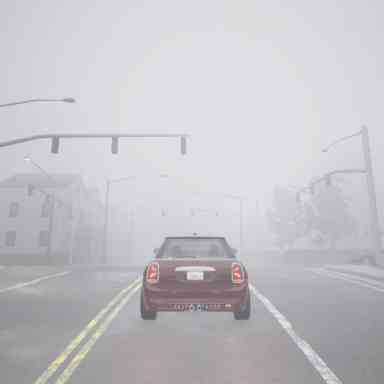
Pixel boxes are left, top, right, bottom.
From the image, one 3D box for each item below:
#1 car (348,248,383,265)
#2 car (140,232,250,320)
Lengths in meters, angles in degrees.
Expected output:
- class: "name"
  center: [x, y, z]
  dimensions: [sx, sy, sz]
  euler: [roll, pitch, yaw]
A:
- class: "car"
  center: [16.228, 5.692, 29.052]
  dimensions: [4.892, 1.490, 1.837]
  euler: [0, -12, 1]
- class: "car"
  center: [0.078, 1.790, 8.228]
  dimensions: [2.097, 1.767, 4.553]
  euler: [0, -6, 0]
